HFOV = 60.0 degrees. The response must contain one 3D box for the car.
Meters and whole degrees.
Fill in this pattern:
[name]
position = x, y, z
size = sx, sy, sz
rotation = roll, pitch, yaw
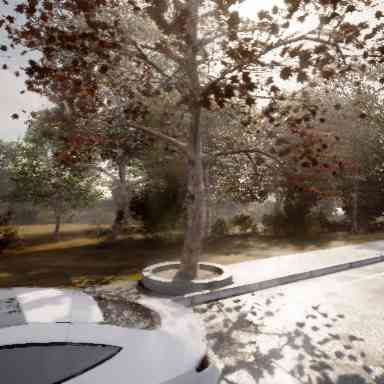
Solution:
[car]
position = -1.893, 1.524, 2.212
size = 4.674, 1.442, 1.812
rotation = 0, 0, -36
